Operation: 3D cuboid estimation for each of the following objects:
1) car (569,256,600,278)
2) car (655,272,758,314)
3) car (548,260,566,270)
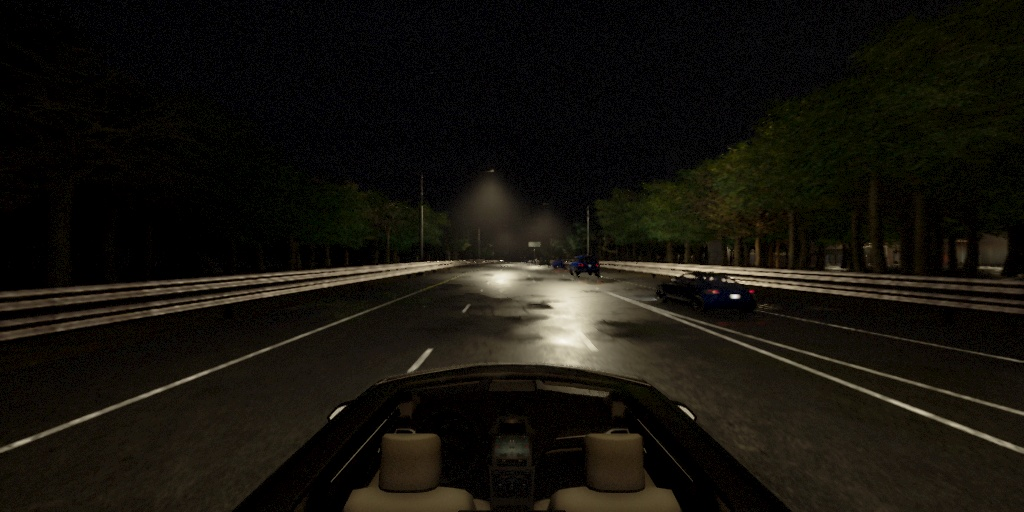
[{"bbox_3d":[7.012,0.981,34.982,2.150,2.045,5.566,0,0,0],"label":"car"},{"bbox_3d":[7.325,1.324,13.983,1.994,1.385,4.181,0,0,-4],"label":"car"},{"bbox_3d":[7.060,1.342,54.955,1.812,1.442,4.674,0,0,0],"label":"car"}]
